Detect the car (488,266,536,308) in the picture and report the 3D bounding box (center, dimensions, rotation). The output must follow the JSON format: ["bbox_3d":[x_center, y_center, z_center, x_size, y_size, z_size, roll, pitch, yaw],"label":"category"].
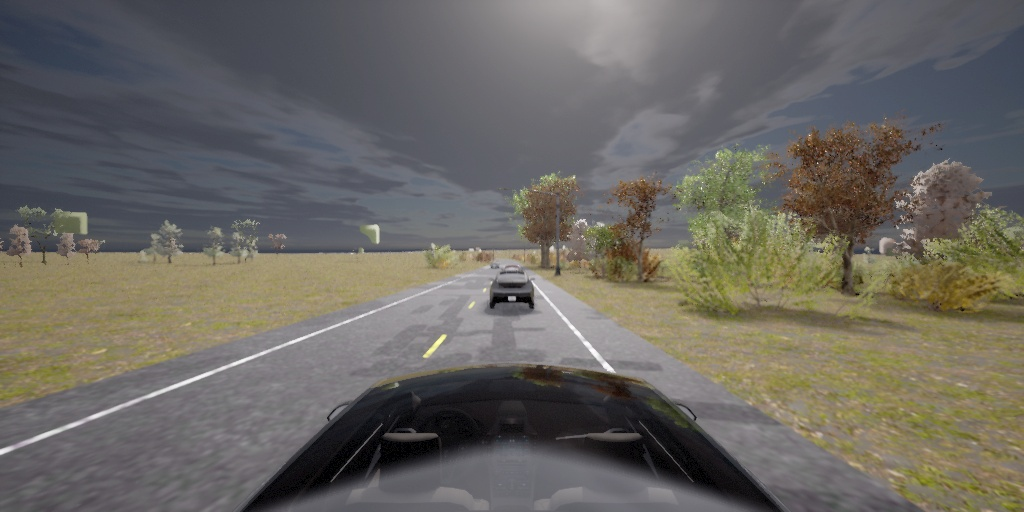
[{"bbox_3d":[0.005,1.389,16.130,1.837,1.490,4.892,0,0,0],"label":"car"}]
